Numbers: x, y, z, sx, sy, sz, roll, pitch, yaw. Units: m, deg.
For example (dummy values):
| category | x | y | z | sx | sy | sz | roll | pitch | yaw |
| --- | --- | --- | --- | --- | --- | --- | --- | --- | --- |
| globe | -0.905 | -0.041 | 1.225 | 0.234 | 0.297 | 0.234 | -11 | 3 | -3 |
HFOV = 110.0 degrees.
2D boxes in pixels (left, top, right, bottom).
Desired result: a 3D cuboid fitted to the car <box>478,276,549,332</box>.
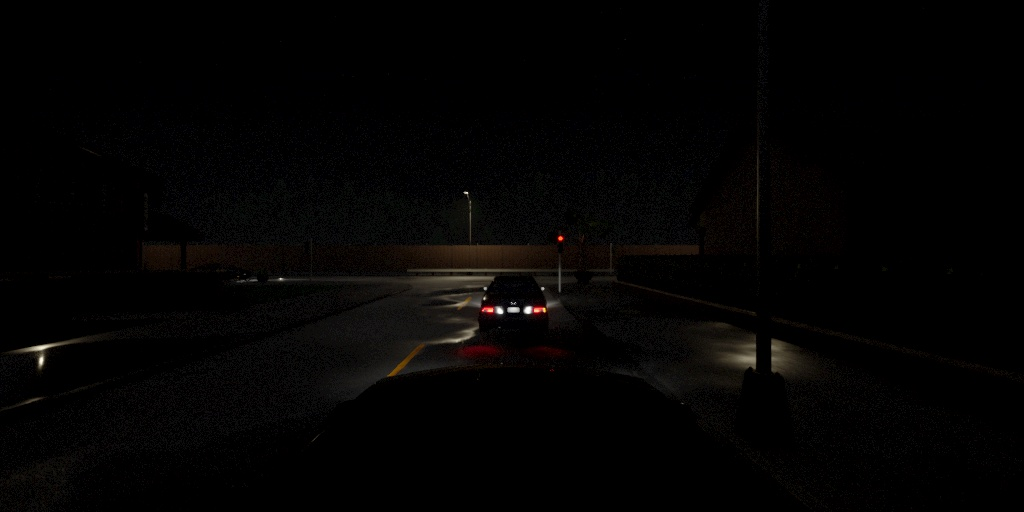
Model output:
| category | x | y | z | sx | sy | sz | roll | pitch | yaw |
| --- | --- | --- | --- | --- | --- | --- | --- | --- | --- |
| car | 0.058 | 1.297 | 10.836 | 2.033 | 1.411 | 5.357 | 0 | 0 | 1 |

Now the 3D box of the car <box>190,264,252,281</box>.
| category | x | y | z | sx | sy | sz | roll | pitch | yaw |
| --- | --- | --- | --- | --- | --- | --- | --- | --- | --- |
| car | -23.666 | 1.312 | 29.092 | 4.181 | 1.385 | 1.994 | 0 | 0 | 0 |

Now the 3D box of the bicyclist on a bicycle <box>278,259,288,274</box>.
| category | x | y | z | sx | sy | sz | roll | pitch | yaw |
| --- | --- | --- | --- | --- | --- | --- | --- | --- | --- |
| bicyclist on a bicycle | -23.971 | 1.096 | 37.490 | 0.582 | 1.620 | 1.656 | 0 | 0 | 0 |
